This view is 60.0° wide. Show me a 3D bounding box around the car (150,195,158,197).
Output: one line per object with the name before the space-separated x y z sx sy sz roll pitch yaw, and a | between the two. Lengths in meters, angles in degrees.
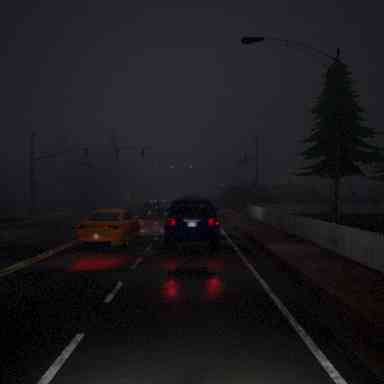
car | -10.500 1.518 92.151 2.128 1.511 4.902 0 0 0

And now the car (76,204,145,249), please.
car | -3.500 1.484 14.650 1.882 1.535 5.008 0 0 0

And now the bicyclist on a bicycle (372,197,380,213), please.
bicyclist on a bicycle | 18.793 1.301 34.107 0.582 1.620 1.656 0 0 -1

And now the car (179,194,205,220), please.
car | 0.000 1.257 29.680 2.150 2.045 5.566 0 0 0

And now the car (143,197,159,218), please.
car | -3.500 1.494 29.650 2.128 1.511 4.902 0 0 0

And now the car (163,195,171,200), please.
car | -7.000 1.517 92.151 1.812 1.442 4.674 0 0 0

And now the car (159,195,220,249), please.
car | 0.000 1.257 14.680 2.150 2.045 5.566 0 0 0
